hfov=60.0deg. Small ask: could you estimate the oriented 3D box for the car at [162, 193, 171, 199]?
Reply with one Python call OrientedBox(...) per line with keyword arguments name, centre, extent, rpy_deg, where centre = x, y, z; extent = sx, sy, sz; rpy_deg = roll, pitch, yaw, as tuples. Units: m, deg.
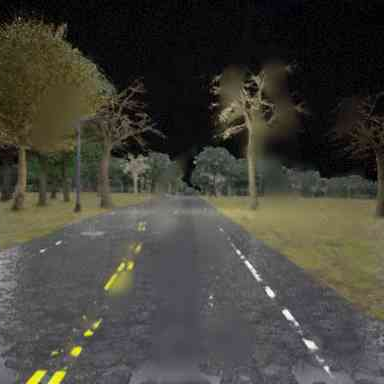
OrientedBox(name="car", centre=(-7.007, 1.142, 91.901), extent=(2.097, 1.767, 4.553), rpy_deg=(0, 0, 0))
